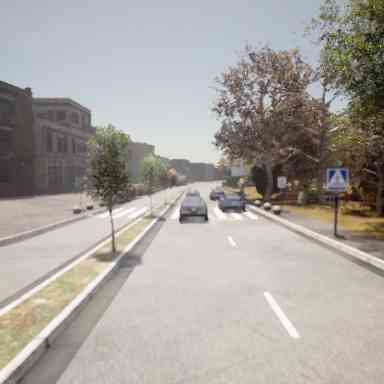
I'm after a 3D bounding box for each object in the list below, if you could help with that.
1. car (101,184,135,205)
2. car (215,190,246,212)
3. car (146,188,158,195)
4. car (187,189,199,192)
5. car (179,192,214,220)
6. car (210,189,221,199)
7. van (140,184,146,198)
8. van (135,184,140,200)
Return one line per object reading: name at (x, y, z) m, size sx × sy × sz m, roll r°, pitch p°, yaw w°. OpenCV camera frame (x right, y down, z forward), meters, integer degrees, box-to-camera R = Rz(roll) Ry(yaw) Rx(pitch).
car at (-8.133, 0.244, 35.962) m, size 2.435 × 2.045 × 5.566 m, roll 0°, pitch 2°, yaw 0°
car at (3.263, 0.830, 27.845) m, size 1.994 × 1.385 × 4.181 m, roll 0°, pitch 2°, yaw 0°
car at (-8.000, -0.484, 58.136) m, size 2.435 × 2.045 × 5.566 m, roll 0°, pitch 2°, yaw 0°
car at (0.119, 0.335, 42.867) m, size 2.033 × 1.411 × 5.357 m, roll 0°, pitch 2°, yaw 0°
car at (0.108, 0.996, 21.944) m, size 2.033 × 1.411 × 5.357 m, roll 0°, pitch 2°, yaw 0°
car at (3.269, 0.344, 43.086) m, size 1.994 × 1.385 × 4.181 m, roll 0°, pitch 2°, yaw 0°
van at (-8.067, -0.085, 46.962) m, size 1.878 × 1.987 × 4.442 m, roll 0°, pitch 2°, yaw 0°
van at (-8.101, 0.095, 41.418) m, size 1.878 × 1.987 × 4.442 m, roll 0°, pitch 2°, yaw 0°
